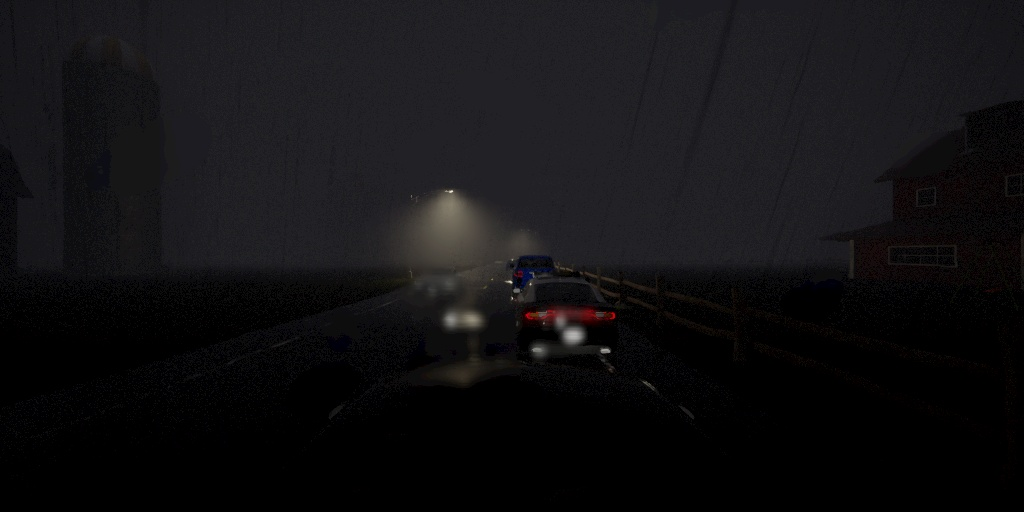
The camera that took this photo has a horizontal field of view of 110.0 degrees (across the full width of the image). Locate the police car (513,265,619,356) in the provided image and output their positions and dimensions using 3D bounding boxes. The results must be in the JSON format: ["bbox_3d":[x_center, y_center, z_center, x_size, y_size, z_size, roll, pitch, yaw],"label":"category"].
[{"bbox_3d":[1.067,1.175,8.771,1.930,1.638,5.238,0,0,0],"label":"police car"}]

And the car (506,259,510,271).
[{"bbox_3d":[0.153,1.271,50.385,1.882,1.535,5.008,0,0,1],"label":"car"}]

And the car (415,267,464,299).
[{"bbox_3d":[-3.562,1.279,18.405,1.812,1.442,4.674,0,0,0],"label":"car"}]

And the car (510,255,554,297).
[{"bbox_3d":[1.088,0.978,18.693,2.150,2.045,5.566,0,0,0],"label":"car"}]

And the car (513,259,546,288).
[{"bbox_3d":[1.098,1.109,24.633,2.097,1.767,4.553,0,0,0],"label":"car"}]
